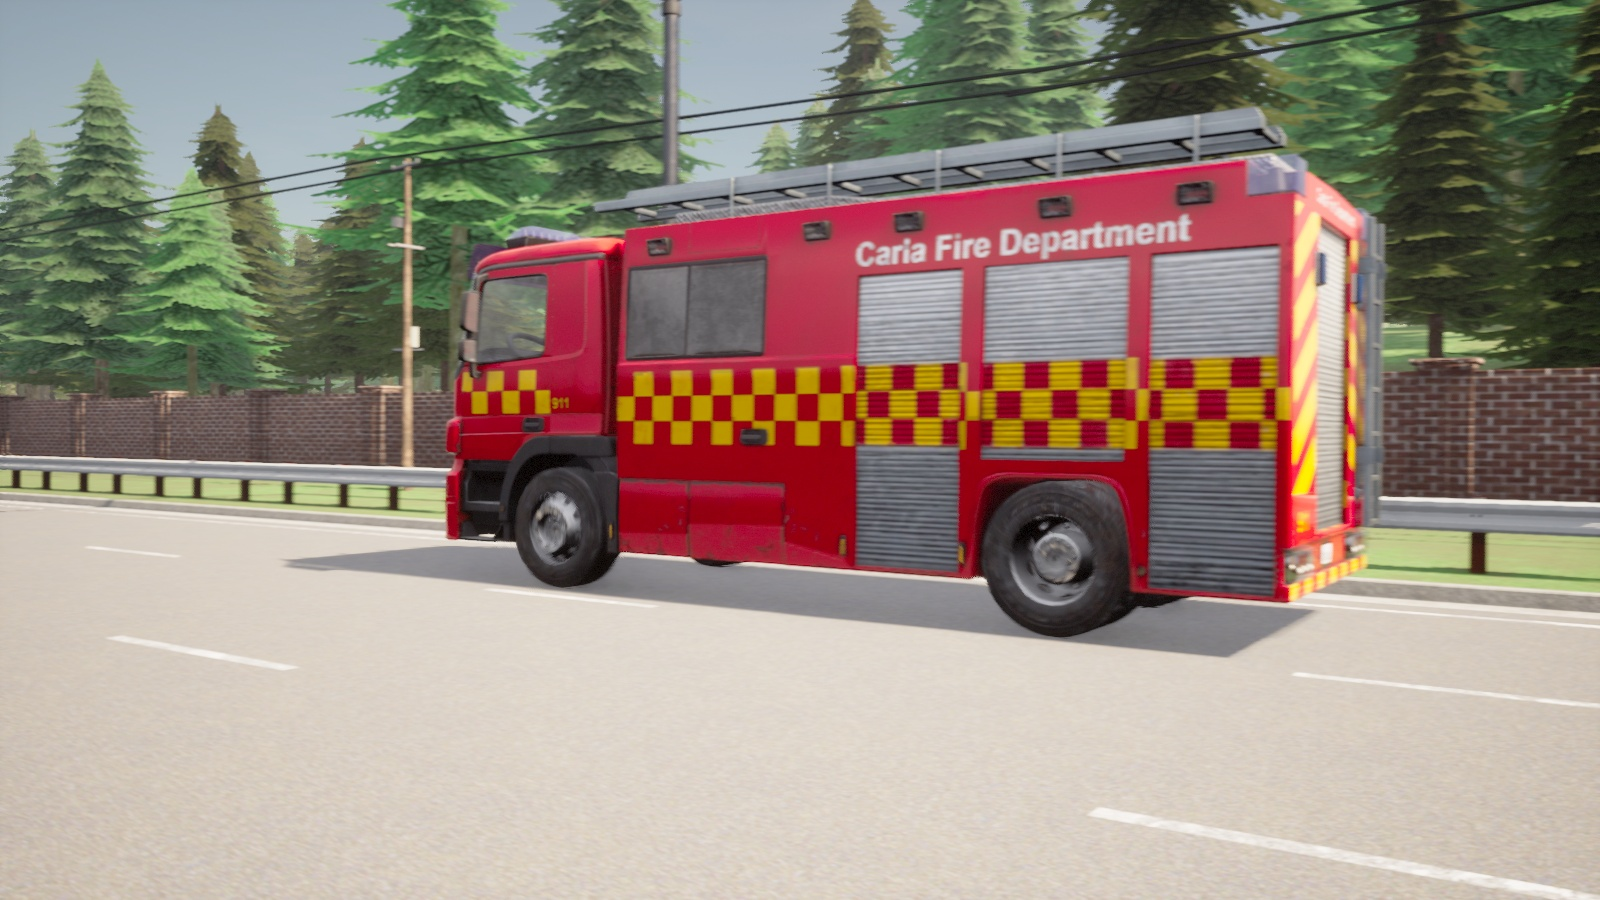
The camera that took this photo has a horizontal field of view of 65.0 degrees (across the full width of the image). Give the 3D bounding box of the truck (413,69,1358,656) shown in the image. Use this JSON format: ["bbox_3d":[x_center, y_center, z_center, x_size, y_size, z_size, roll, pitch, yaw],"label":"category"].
[{"bbox_3d":[0.379,-0.577,11.753,8.468,3.827,2.891,0,1,34],"label":"truck"}]
